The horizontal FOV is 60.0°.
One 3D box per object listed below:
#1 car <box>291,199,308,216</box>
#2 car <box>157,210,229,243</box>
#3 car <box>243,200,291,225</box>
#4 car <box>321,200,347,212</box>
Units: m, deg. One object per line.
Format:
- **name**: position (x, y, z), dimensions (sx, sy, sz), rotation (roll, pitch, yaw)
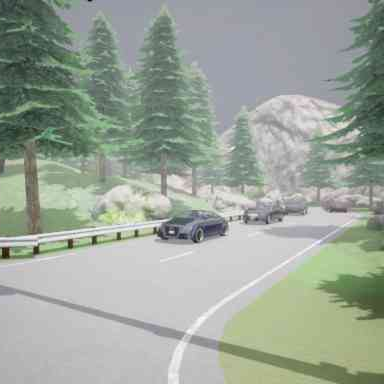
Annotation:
- **car**: position (10.550, 1.524, 33.495), dimensions (1.837, 1.490, 4.892), rotation (0, 0, 25)
- **car**: position (0.153, 1.573, 16.222), dimensions (1.994, 1.385, 4.181), rotation (0, 0, 32)
- **car**: position (5.391, 1.506, 24.675), dimensions (2.128, 1.511, 4.902), rotation (0, 0, 32)
- **car**: position (16.833, 1.644, 39.618), dimensions (1.994, 1.385, 4.181), rotation (1, 0, 7)
